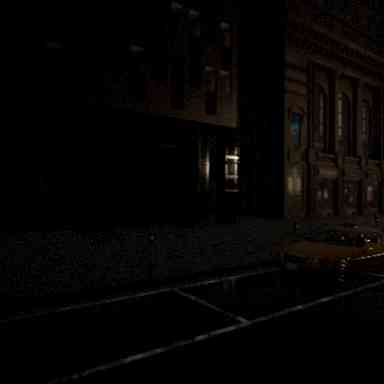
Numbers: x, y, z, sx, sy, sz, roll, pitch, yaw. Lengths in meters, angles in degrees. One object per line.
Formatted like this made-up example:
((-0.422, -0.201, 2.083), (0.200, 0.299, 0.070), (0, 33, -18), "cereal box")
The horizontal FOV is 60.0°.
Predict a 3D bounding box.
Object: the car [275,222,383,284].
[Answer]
((4.500, 1.613, 9.854), (4.829, 1.417, 1.752), (1, 0, -35), "car")
